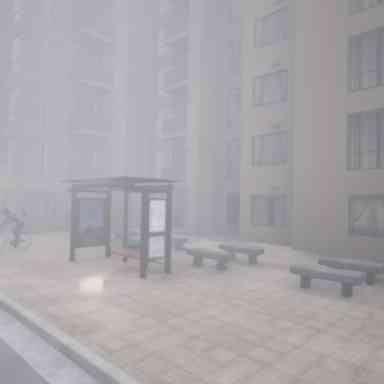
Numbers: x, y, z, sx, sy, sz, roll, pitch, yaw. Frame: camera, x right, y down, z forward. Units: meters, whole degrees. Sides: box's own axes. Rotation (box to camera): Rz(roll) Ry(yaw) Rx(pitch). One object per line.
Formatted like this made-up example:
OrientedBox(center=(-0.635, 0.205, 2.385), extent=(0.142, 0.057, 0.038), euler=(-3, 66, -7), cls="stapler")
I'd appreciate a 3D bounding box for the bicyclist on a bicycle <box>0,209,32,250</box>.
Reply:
OrientedBox(center=(-7.033, 1.467, 12.874), extent=(0.582, 1.620, 1.656), euler=(0, -2, 44), cls="bicyclist on a bicycle")
